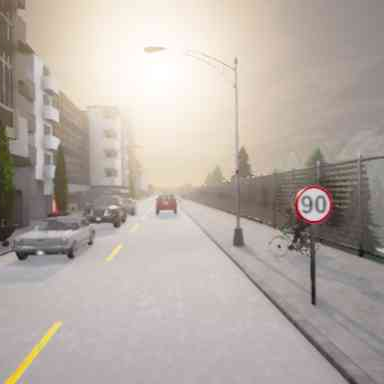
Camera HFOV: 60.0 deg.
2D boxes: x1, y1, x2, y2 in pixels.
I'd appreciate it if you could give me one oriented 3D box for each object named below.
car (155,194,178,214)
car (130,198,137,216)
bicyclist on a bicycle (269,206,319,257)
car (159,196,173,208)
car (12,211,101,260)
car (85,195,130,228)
[{"bbox_3d":[-2.684,1.211,35.059,2.150,2.045,5.566,-1,0,-4],"label":"car"},{"bbox_3d":[-6.629,1.403,32.939,2.097,1.767,4.553,-1,0,-4],"label":"car"},{"bbox_3d":[3.272,1.285,10.678,1.656,1.620,0.582,0,0,-5],"label":"bicyclist on a bicycle"},{"bbox_3d":[-3.779,1.464,48.490,1.882,1.535,5.008,-1,0,-4],"label":"car"},{"bbox_3d":[-5.060,1.657,12.930,1.895,1.301,4.718,-1,0,-5],"label":"car"},{"bbox_3d":[-5.857,1.276,22.829,2.150,2.045,5.566,-1,0,-5],"label":"car"}]
